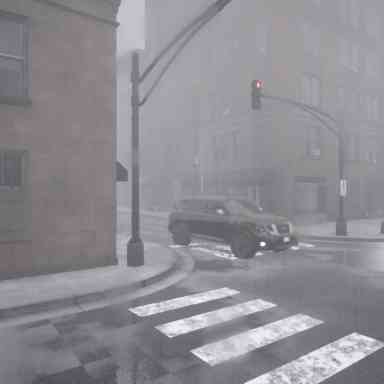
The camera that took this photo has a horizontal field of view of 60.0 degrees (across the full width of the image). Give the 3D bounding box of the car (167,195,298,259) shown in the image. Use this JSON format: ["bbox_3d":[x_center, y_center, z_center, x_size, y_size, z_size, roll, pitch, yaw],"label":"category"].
[{"bbox_3d":[1.286,1.169,12.892,2.150,2.045,5.566,0,0,-40],"label":"car"}]
